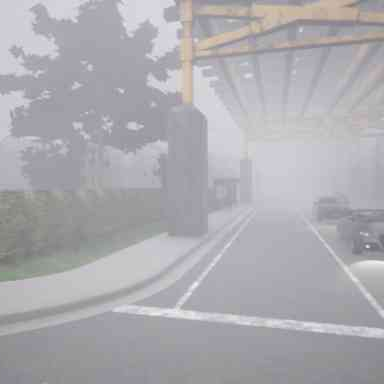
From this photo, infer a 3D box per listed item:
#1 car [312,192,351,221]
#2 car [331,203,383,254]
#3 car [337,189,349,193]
[{"bbox_3d":[9.085,1.019,21.987,1.882,1.535,5.008,0,1,14],"label":"car"},{"bbox_3d":[6.504,1.306,11.888,1.994,1.385,4.181,0,1,13],"label":"car"},{"bbox_3d":[17.330,0.703,39.415,1.812,1.442,4.674,0,1,14],"label":"car"}]
